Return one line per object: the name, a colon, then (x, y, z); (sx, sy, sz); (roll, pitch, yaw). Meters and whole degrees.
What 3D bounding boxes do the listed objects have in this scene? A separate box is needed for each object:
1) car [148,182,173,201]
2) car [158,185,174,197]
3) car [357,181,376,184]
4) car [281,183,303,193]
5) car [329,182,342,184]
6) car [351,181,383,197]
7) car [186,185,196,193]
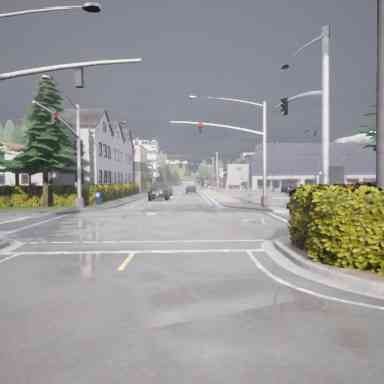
car: (-3.732, -0.110, 38.269); (2.150, 2.045, 5.566); (-1, 2, 0)
car: (-3.748, -0.176, 48.429); (1.837, 1.490, 4.892); (-1, 2, 0)
car: (19.005, -0.176, 34.217); (1.905, 1.878, 3.866); (-1, 2, 0)
car: (15.252, -0.525, 52.074); (2.007, 1.523, 4.514); (-1, 2, 0)
car: (25.289, -1.035, 59.490); (2.152, 1.636, 5.027); (-1, 2, 0)
car: (22.247, -0.462, 42.099); (1.932, 1.855, 4.605); (-1, 2, 0)
car: (-0.188, -0.580, 58.690); (2.128, 1.511, 4.902); (-1, 2, 0)
